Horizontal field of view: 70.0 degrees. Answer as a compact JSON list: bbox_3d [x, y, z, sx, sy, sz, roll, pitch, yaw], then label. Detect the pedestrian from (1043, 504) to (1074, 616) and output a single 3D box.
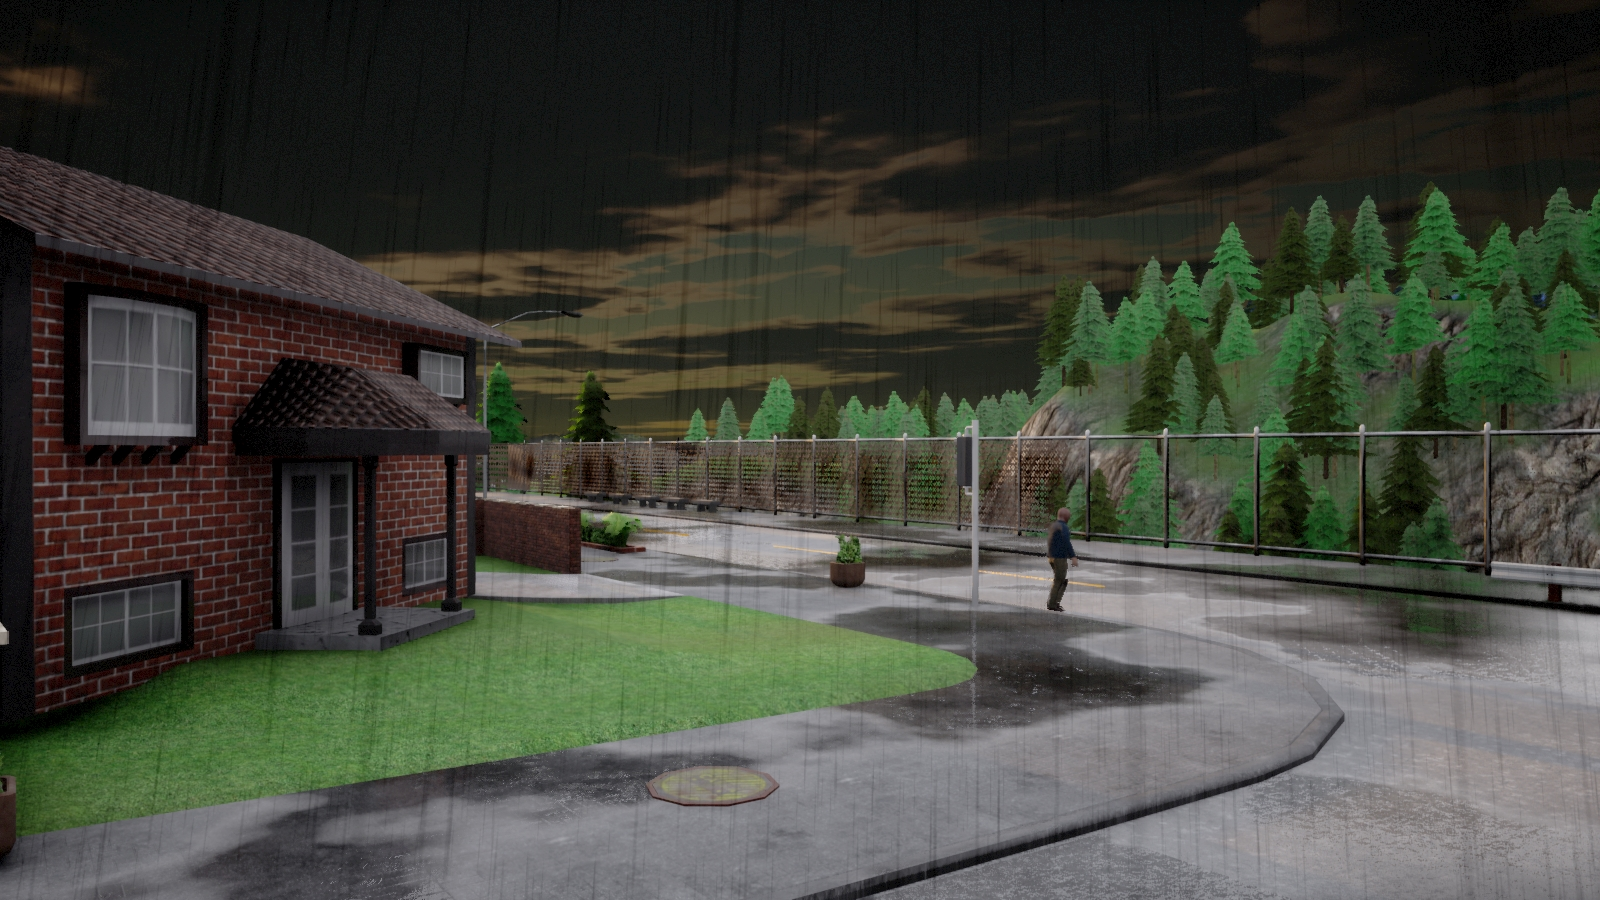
[{"bbox_3d":[4.382,1.848,19.381,0.375,1.860,0.375,0,0,-16],"label":"pedestrian"}]
